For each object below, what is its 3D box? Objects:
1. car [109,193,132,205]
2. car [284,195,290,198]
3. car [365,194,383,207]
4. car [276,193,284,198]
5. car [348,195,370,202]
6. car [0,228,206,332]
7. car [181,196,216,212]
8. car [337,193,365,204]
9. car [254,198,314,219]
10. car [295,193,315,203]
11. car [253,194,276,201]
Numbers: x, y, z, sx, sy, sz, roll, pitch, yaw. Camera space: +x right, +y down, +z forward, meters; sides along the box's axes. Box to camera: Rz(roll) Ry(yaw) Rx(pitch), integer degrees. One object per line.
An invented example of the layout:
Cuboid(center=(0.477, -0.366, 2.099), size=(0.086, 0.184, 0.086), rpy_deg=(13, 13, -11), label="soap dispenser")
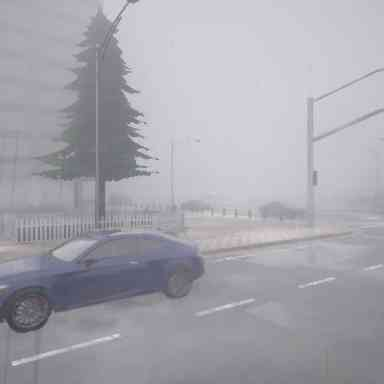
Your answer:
Cuboid(center=(-12.448, 1.215, 57.393), size=(2.150, 2.045, 5.566), rpy_deg=(0, 0, -36), label="car")
Cuboid(center=(21.513, 1.153, 81.445), size=(1.932, 1.855, 4.605), rpy_deg=(0, 0, -36), label="car")
Cuboid(center=(26.683, 1.153, 45.101), size=(1.932, 1.855, 4.605), rpy_deg=(0, 0, -36), label="car")
Cuboid(center=(19.361, 1.364, 79.842), size=(1.784, 1.438, 3.905), rpy_deg=(0, 0, -36), label="car")
Cuboid(center=(37.185, 1.364, 74.060), size=(1.784, 1.438, 3.905), rpy_deg=(0, 0, -36), label="car")
Cuboid(center=(-1.834, 1.526, 6.932), size=(4.674, 1.442, 1.812), rpy_deg=(0, 0, -35), label="car")
Cuboid(center=(0.463, 1.562, 39.325), size=(1.994, 1.385, 4.181), rpy_deg=(0, 0, -36), label="car")
Cuboid(center=(34.792, 1.153, 72.427), size=(1.932, 1.855, 4.605), rpy_deg=(0, 0, -36), label="car")
Cuboid(center=(7.902, 1.526, 29.042), size=(1.812, 1.442, 4.674), rpy_deg=(0, 0, -34), label="car")
Cuboid(center=(21.103, 1.395, 62.520), size=(1.970, 1.475, 3.806), rpy_deg=(0, 0, -36), label="car")
Cuboid(center=(17.006, 1.395, 78.158), size=(1.970, 1.475, 3.806), rpy_deg=(0, 0, -36), label="car")
